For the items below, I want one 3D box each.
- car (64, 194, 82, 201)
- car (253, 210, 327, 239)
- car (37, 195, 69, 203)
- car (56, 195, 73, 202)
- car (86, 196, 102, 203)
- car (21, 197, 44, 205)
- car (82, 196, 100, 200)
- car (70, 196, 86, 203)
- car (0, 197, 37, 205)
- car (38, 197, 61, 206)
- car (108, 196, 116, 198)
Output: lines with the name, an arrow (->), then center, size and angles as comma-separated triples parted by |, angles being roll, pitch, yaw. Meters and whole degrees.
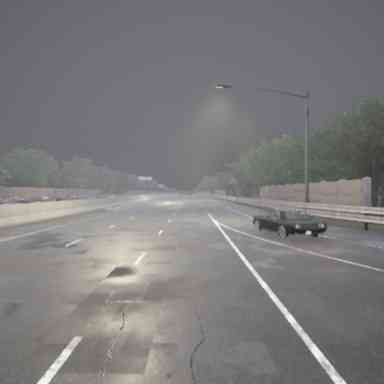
car -> -21.105, 1.584, 56.480 | 2.033, 1.411, 5.357 | 0, 0, 0
car -> 4.930, 1.612, 17.610 | 1.895, 1.301, 4.718 | 0, 0, -13
car -> -17.618, 1.532, 41.734 | 1.837, 1.490, 4.892 | 0, 0, 0
car -> -28.150, 1.323, 73.584 | 1.837, 1.490, 4.892 | 0, 0, 0
car -> -21.141, 1.547, 71.924 | 1.837, 1.490, 4.892 | 0, 0, 0
car -> -28.100, 1.601, 58.764 | 1.994, 1.385, 4.181 | 0, 0, 0
car -> -17.619, 1.543, 58.980 | 1.837, 1.490, 4.892 | 0, 0, 0
car -> -24.643, 1.641, 72.225 | 1.895, 1.301, 4.718 | 0, 0, 0
car -> -21.122, 1.573, 39.684 | 2.033, 1.411, 5.357 | 0, 0, 0
car -> -24.593, 1.638, 57.703 | 1.895, 1.301, 4.718 | 0, 0, 0
car -> -17.653, 1.567, 74.082 | 1.812, 1.442, 4.674 | 0, 0, 0
